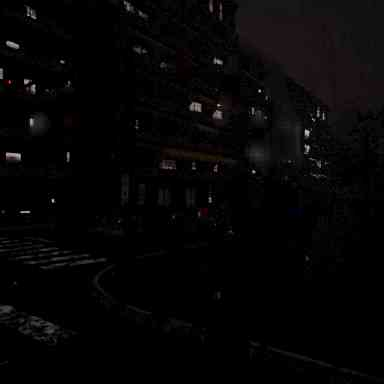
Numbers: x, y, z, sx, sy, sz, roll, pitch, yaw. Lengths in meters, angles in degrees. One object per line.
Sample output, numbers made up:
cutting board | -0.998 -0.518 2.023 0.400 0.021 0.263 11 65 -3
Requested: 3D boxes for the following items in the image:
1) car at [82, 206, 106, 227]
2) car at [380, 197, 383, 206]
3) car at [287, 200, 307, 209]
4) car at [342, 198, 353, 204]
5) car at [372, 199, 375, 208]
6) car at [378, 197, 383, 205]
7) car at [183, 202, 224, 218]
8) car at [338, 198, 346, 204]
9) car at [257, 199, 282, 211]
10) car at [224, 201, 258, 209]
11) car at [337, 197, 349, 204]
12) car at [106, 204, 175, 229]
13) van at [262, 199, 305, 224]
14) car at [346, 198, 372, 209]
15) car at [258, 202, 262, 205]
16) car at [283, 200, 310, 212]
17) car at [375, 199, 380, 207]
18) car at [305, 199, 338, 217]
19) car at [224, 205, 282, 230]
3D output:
car | -5.667 1.626 23.690 2.008 1.369 4.403 1 0 36
car | 37.202 2.252 67.693 1.887 1.381 4.507 1 0 36
car | 17.325 1.974 54.862 1.802 1.307 4.206 1 0 36
car | 40.216 2.220 85.896 1.752 1.417 4.829 1 0 36
car | 30.632 2.202 58.786 1.802 1.307 4.206 1 0 36
car | 47.059 2.151 81.053 2.192 1.841 5.009 1 0 36
car | 0.903 1.712 32.596 1.887 1.381 4.507 1 0 36
car | 33.748 2.177 77.126 1.947 1.339 4.313 1 0 36
car | 10.757 1.743 45.956 1.967 1.590 4.097 1 0 36
car | 4.324 1.706 32.862 1.882 1.535 5.008 1 0 36
car | 37.034 2.094 81.580 1.967 1.590 4.097 1 0 36
car | -3.130 1.631 22.758 1.837 1.490 4.892 1 0 36
van | 7.643 1.647 27.616 1.690 1.788 3.998 1 0 36
car | 27.351 1.891 54.334 2.192 1.841 5.009 1 0 36
car | 7.471 1.840 41.503 1.802 1.307 4.206 1 0 36
car | 14.835 1.867 46.987 2.128 1.511 4.902 1 0 37
car | 33.918 2.104 63.240 1.967 1.590 4.097 1 0 36
car | 14.212 1.837 36.522 1.967 1.590 4.097 1 0 36
car | 4.357 1.827 23.162 1.947 1.339 4.313 1 0 36
